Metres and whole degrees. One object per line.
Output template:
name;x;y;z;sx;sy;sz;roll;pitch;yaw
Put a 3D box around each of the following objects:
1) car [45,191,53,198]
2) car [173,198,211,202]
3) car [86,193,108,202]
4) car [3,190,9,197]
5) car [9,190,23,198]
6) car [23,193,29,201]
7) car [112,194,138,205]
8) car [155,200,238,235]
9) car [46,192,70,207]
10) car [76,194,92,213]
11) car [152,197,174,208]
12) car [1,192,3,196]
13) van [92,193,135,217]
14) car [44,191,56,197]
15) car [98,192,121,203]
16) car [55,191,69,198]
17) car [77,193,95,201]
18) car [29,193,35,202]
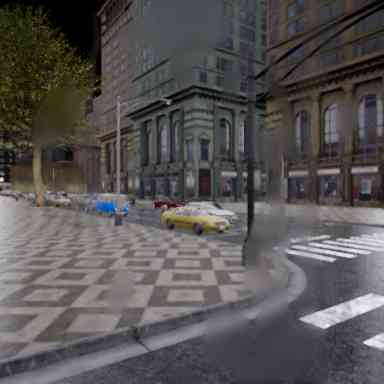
car;-19.513;0.974;45.645;2.008;1.369;4.403;1;0;-35
car;0.915;1.355;21.405;1.812;1.442;4.674;0;1;-35
car;-15.810;0.879;55.162;2.008;1.369;4.403;1;0;-35
car;-42.249;0.311;77.725;1.967;1.590;4.097;1;0;-35
car;-35.752;0.465;68.559;1.967;1.590;4.097;1;0;-35
car;-26.010;0.812;54.811;2.008;1.369;4.403;1;0;-35
car;-9.314;1.043;45.997;2.008;1.369;4.403;1;0;-35
car;0.076;1.381;17.999;1.752;1.417;4.829;1;0;-35
car;-16.167;1.033;40.923;1.752;1.417;4.829;1;0;-35
car;-9.768;1.213;31.892;2.008;1.369;4.403;1;0;-35
car;-2.816;1.193;36.828;1.887;1.381;4.507;1;0;-35
car;-45.497;0.235;82.309;1.967;1.590;4.097;1;0;-35
van;-6.518;1.074;27.308;1.690;1.788;3.998;1;0;-35
car;-35.298;0.439;82.657;1.802;1.307;4.206;1;0;-35
car;-12.560;0.850;50.580;1.967;1.590;4.097;1;0;-35
car;-28.801;0.555;73.492;1.887;1.381;4.507;1;0;-35
car;-19.058;0.829;59.745;1.802;1.307;4.206;1;0;-35
car;-22.762;0.893;50.228;2.008;1.369;4.403;1;0;-35
